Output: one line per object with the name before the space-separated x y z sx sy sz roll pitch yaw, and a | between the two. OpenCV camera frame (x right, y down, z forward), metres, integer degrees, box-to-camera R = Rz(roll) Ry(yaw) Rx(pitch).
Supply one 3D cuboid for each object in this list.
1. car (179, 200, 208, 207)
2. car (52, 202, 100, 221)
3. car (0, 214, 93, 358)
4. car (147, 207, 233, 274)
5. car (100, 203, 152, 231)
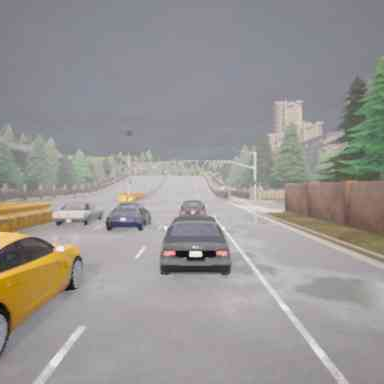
car | 0.069 1.238 22.222 2.033 1.411 5.357 0 1 1
car | -6.951 1.309 20.923 1.895 1.301 4.718 0 1 0
car | -3.414 1.398 5.606 1.882 1.535 5.008 0 1 0
car | 0.075 1.407 9.989 2.033 1.411 5.357 0 1 0
car | -3.451 1.304 18.698 1.994 1.385 4.181 0 1 0
